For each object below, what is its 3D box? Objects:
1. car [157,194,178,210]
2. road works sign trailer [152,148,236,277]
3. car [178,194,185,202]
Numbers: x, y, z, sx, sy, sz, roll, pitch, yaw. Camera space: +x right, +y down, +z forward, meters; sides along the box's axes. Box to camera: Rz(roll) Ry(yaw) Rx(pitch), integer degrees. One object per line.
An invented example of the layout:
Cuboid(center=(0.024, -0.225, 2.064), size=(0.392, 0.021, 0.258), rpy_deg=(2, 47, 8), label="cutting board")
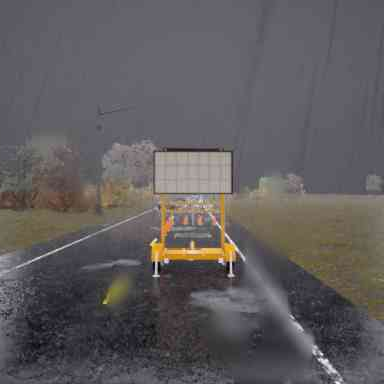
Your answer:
Cuboid(center=(-3.382, 1.377, 44.367), size=(2.097, 1.767, 4.553), rpy_deg=(0, 0, 1), label="car")
Cuboid(center=(0.031, 0.468, 10.241), size=(2.380, 3.560, 2.880), rpy_deg=(0, 0, -1), label="road works sign trailer")
Cuboid(center=(-2.872, 1.275, 77.190), size=(2.150, 2.045, 5.566), rpy_deg=(0, 0, 1), label="car")
